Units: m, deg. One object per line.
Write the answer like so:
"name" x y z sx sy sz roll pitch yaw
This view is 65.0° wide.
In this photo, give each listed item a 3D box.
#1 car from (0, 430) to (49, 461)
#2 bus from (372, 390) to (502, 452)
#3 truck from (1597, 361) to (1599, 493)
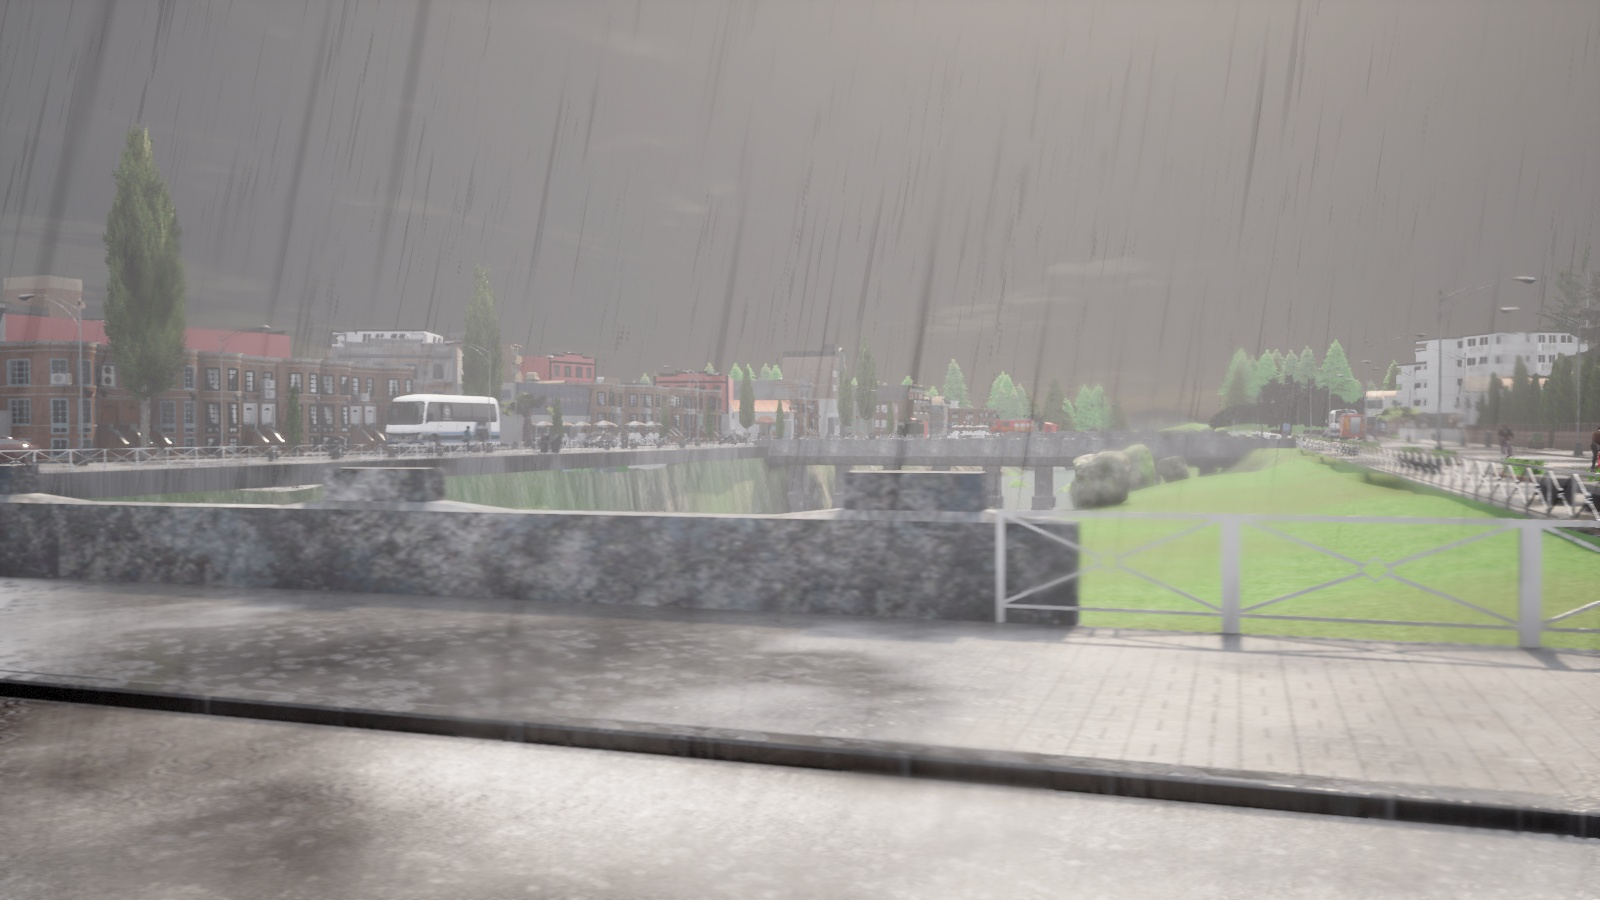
"car" -37.979 -0.215 58.854 1.812 1.442 4.674 1 1 19
"bus" -26.408 -2.098 92.038 3.944 4.253 10.273 1 1 19
"truck" 21.118 -0.533 28.912 2.891 3.462 7.936 1 1 19
